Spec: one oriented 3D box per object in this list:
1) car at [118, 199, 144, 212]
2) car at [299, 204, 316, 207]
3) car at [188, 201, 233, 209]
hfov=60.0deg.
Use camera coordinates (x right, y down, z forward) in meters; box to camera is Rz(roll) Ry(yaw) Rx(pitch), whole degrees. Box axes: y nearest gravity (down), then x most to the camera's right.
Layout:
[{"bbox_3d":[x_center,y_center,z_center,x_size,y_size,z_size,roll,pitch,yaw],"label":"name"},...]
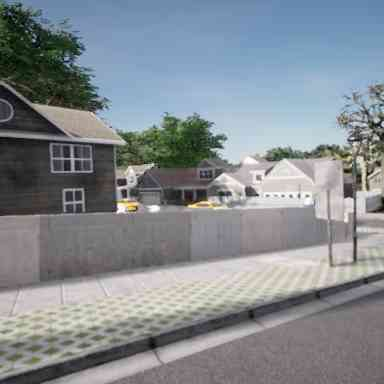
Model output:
[{"bbox_3d":[-8.037,1.662,42.142,1.882,1.535,5.008,-4,3,-44],"label":"car"},{"bbox_3d":[9.986,1.736,26.483,5.008,1.535,1.882,0,3,37],"label":"car"},{"bbox_3d":[1.843,1.716,32.908,5.008,1.535,1.882,0,3,41],"label":"car"}]
